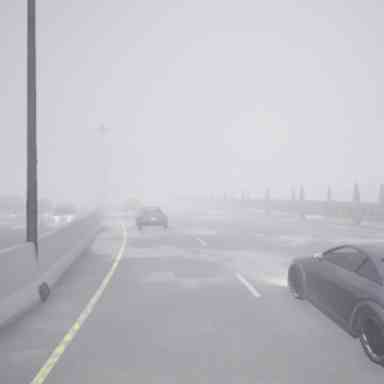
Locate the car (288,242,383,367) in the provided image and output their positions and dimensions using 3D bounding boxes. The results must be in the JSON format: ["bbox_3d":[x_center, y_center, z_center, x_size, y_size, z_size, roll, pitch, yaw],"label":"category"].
[{"bbox_3d":[3.215,1.566,5.810,1.994,1.385,4.181,0,0,-3],"label":"car"}]

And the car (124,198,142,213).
[{"bbox_3d":[-7.049,1.489,39.804,2.097,1.767,4.553,0,0,-14],"label":"car"}]

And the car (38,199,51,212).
[{"bbox_3d":[-18.458,1.692,41.365,1.837,1.490,4.892,0,0,-14],"label":"car"}]

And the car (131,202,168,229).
[{"bbox_3d":[-2.814,1.636,22.447,1.994,1.385,4.181,0,0,-13],"label":"car"}]

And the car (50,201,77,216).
[{"bbox_3d":[-13.221,1.714,34.899,1.994,1.385,4.181,0,0,-14],"label":"car"}]

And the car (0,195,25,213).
[{"bbox_3d":[-21.669,1.420,39.765,2.150,2.045,5.566,0,0,-14],"label":"car"}]

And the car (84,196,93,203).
[{"bbox_3d":[-23.196,1.748,74.744,1.882,1.535,5.008,0,0,-14],"label":"car"}]
